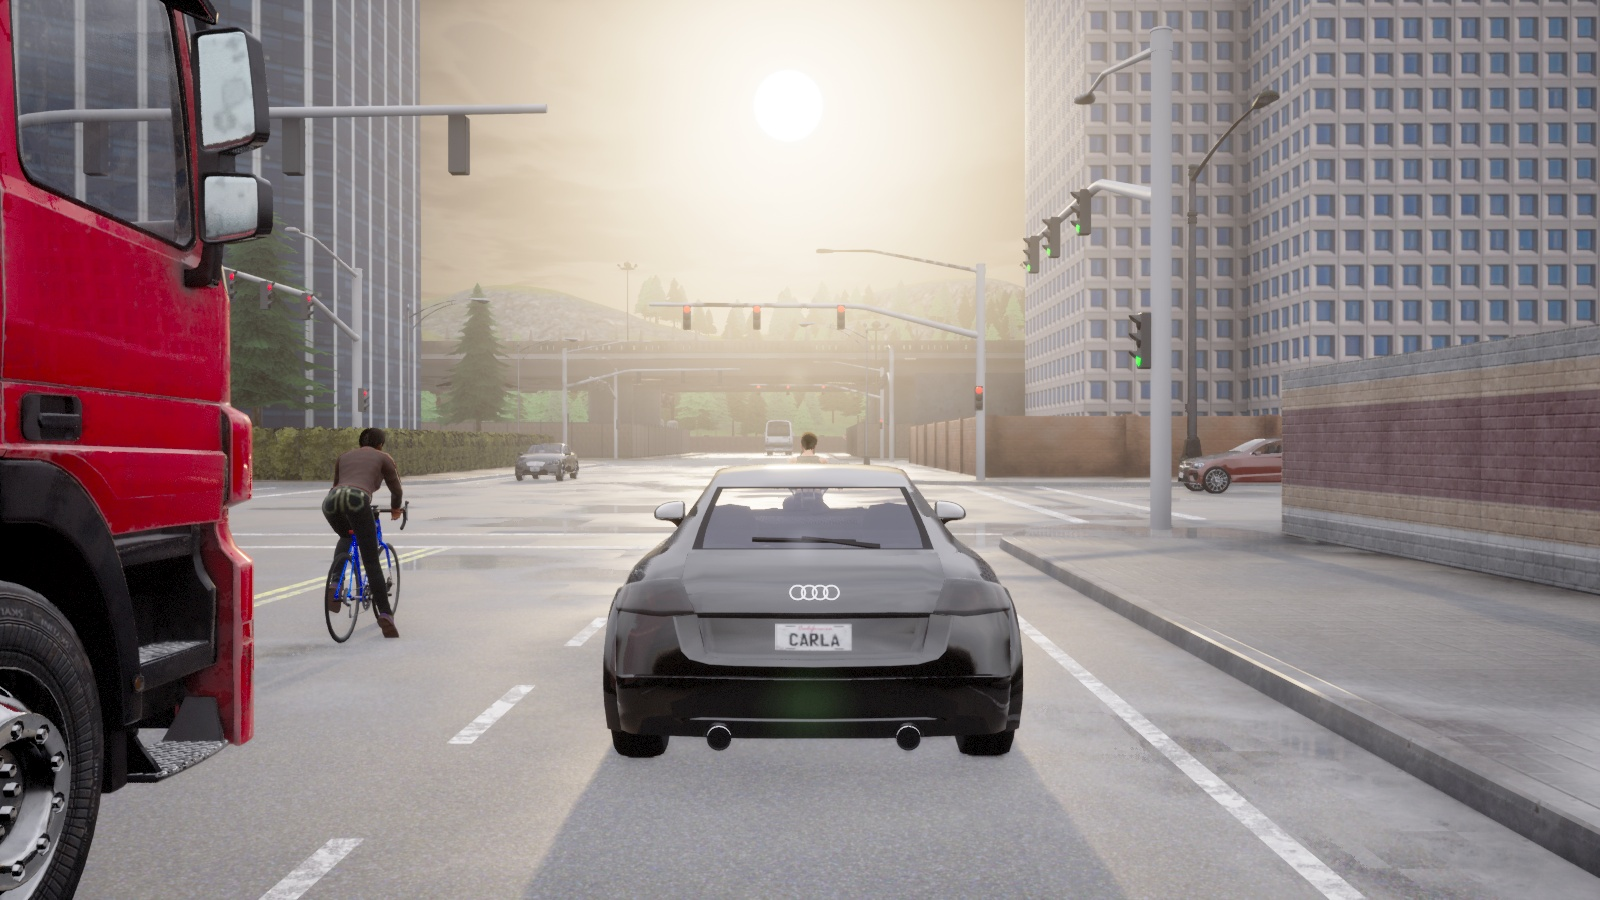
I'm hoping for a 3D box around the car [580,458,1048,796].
[{"bbox_3d":[0.060,0.768,7.443,1.994,1.385,4.181,0,0,0],"label":"car"}]

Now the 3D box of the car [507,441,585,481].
[{"bbox_3d":[-10.185,0.408,50.752,2.128,1.511,4.902,0,0,0],"label":"car"}]

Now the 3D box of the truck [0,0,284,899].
[{"bbox_3d":[-3.478,-0.243,0.926,2.891,3.462,7.936,0,0,0],"label":"truck"}]

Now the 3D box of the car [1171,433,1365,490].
[{"bbox_3d":[13.928,0.324,37.603,5.027,1.651,2.152,0,0,1],"label":"car"}]

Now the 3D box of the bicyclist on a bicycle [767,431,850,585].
[{"bbox_3d":[0.093,0.604,13.963,0.866,1.612,1.509,0,0,0],"label":"bicyclist on a bicycle"}]

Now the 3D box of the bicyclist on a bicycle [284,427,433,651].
[{"bbox_3d":[-3.426,0.641,9.893,0.582,1.620,1.656,0,0,0],"label":"bicyclist on a bicycle"}]
